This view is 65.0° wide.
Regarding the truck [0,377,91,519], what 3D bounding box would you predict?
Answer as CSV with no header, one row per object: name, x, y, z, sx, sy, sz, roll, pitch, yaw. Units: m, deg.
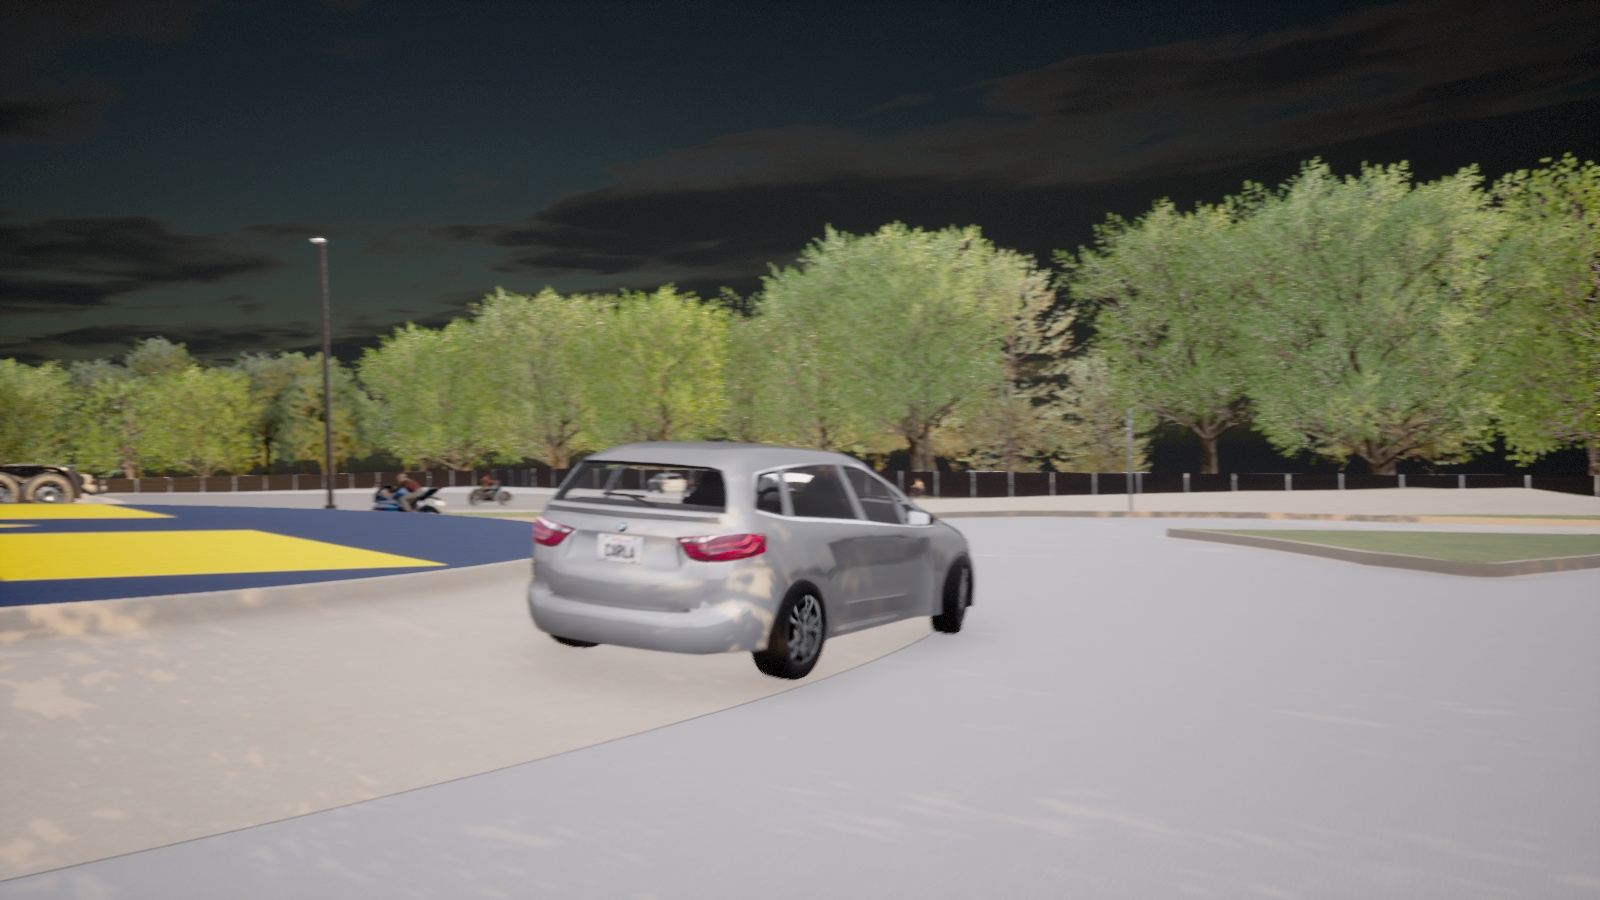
truck,-22.096,-0.083,30.612,7.936,3.462,2.891,3,-4,-37

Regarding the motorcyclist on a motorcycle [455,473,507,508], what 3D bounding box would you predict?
motorcyclist on a motorcycle,-15.240,1.923,60.045,0.766,1.649,2.350,-1,-2,45

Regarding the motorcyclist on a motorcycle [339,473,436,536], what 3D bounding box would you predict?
motorcyclist on a motorcycle,-10.567,1.396,32.209,2.191,1.530,0.866,0,-6,17

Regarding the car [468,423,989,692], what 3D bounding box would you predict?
car,-0.299,0.733,10.649,2.242,1.667,4.611,3,0,29
